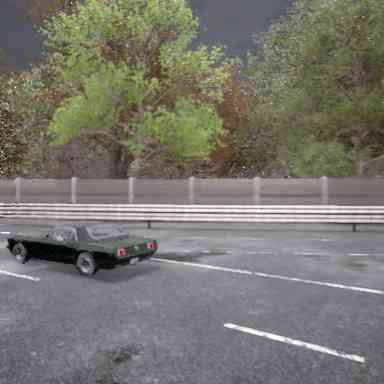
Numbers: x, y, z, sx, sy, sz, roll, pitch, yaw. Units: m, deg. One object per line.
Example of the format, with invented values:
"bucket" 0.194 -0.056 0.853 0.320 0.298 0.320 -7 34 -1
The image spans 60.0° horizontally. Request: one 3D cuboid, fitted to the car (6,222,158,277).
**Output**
"car" -3.447 1.550 10.036 4.718 1.301 1.895 0 0 31
